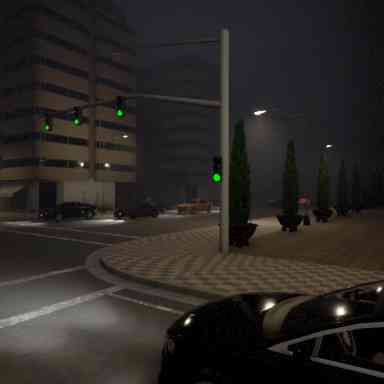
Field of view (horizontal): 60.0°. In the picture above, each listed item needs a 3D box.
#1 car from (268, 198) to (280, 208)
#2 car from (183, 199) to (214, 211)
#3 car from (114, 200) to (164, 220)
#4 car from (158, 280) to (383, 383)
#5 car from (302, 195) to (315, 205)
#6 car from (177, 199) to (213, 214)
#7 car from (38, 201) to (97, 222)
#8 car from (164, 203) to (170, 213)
[{"bbox_3d":[12.394,1.545,46.923,2.128,1.511,4.902,0,0,35],"label":"car"},{"bbox_3d":[0.916,1.619,43.131,1.994,1.385,4.181,0,0,36],"label":"car"},{"bbox_3d":[-4.784,1.619,29.030,1.994,1.385,4.181,0,0,35],"label":"car"},{"bbox_3d":[1.895,1.492,2.622,4.902,1.511,2.128,0,0,36],"label":"car"},{"bbox_3d":[20.295,1.407,58.482,2.097,1.767,4.553,0,0,32],"label":"car"},{"bbox_3d":[0.368,1.533,36.316,1.882,1.535,5.008,0,0,35],"label":"car"},{"bbox_3d":[-10.160,1.560,27.487,1.837,1.490,4.892,0,0,35],"label":"car"},{"bbox_3d":[-4.538,1.603,35.443,2.033,1.411,5.357,0,0,35],"label":"car"}]
